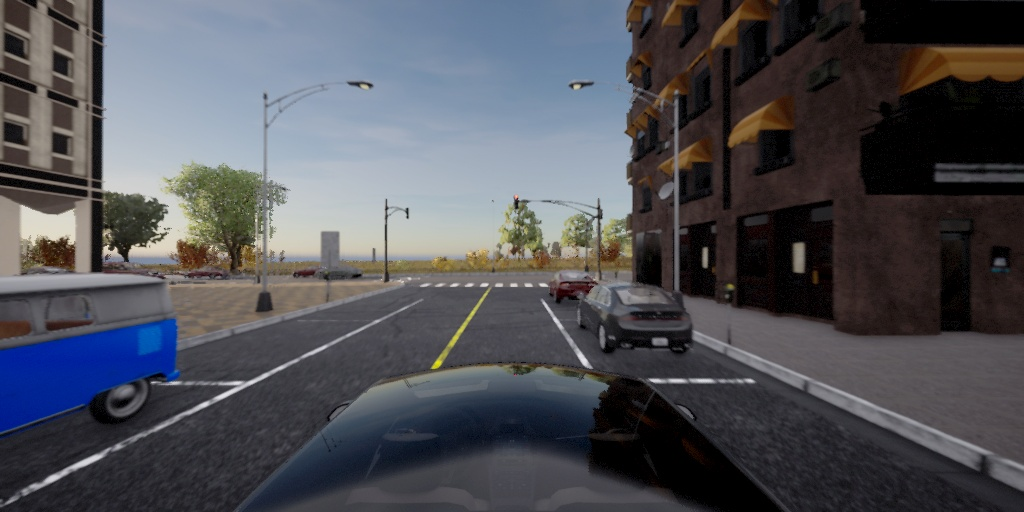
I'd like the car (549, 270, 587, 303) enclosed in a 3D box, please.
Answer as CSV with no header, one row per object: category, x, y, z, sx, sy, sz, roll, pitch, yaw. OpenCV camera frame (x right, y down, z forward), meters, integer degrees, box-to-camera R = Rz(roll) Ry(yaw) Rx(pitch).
car,2.695,1.309,16.559,1.888,1.381,4.507,0,0,0

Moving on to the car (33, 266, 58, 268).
car,-36.979,1.753,29.167,4.313,1.339,1.948,0,0,0

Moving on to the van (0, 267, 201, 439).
van,-5.346,1.092,3.156,1.690,1.789,3.998,0,0,0

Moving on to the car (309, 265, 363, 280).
car,-16.737,1.530,34.714,4.181,1.385,1.994,-1,0,-1

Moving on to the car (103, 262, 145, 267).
car,-31.432,1.435,29.170,5.009,1.841,2.192,0,0,0

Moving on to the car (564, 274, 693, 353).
car,2.663,1.307,8.630,2.007,1.370,4.403,0,0,0

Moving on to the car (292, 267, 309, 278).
car,-20.579,1.605,37.371,4.207,1.307,1.802,0,0,0

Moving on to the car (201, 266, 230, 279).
car,-31.662,1.738,37.236,4.207,1.307,1.802,0,0,0
